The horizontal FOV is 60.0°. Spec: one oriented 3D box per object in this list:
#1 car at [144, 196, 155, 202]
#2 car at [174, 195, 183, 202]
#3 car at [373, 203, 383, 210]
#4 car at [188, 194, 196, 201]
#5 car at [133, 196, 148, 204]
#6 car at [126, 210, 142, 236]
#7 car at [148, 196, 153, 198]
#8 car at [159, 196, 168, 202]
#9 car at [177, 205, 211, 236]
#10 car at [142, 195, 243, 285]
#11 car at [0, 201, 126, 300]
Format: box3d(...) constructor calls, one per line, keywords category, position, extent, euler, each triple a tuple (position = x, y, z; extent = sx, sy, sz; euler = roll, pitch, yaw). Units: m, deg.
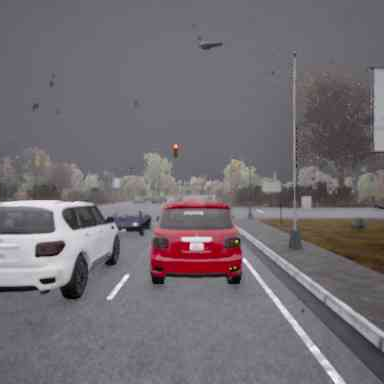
box3d(category="car", position=(-10.505, 1.686, 81.969), extent=(2.033, 1.411, 5.357), euler=(0, 0, 0))
box3d(category="car", position=(-3.501, 1.672, 86.811), extent=(2.128, 1.511, 4.902), euler=(0, 0, 0))
box3d(category="car", position=(25.568, 1.608, 41.199), extent=(5.357, 1.411, 2.033), euler=(0, 0, 3))
box3d(category="car", position=(-0.001, 1.504, 87.197), extent=(2.097, 1.767, 4.553), euler=(0, 0, 0))
box3d(category="car", position=(-10.513, 1.620, 66.673), extent=(1.837, 1.490, 4.892), euler=(0, 0, 0))
box3d(category="car", position=(-3.401, 1.634, 18.697), extent=(1.895, 1.301, 4.718), euler=(0, 0, 0))
box3d(category="car", position=(-7.009, 1.664, 66.662), extent=(2.033, 1.411, 5.357), euler=(0, 0, 0))
box3d(category="car", position=(-7.005, 1.741, 81.960), extent=(1.895, 1.301, 4.718), euler=(0, 0, 0))
box3d(category="car", position=(0.099, 1.561, 19.682), extent=(1.812, 1.442, 4.674), euler=(0, 0, 0))
box3d(category="car", position=(0.097, 1.240, 9.682), extent=(2.150, 2.045, 5.566), euler=(0, 0, 0))
box3d(category="car", position=(-3.400, 1.233, 8.576), extent=(2.150, 2.045, 5.566), euler=(0, -1, 0))
